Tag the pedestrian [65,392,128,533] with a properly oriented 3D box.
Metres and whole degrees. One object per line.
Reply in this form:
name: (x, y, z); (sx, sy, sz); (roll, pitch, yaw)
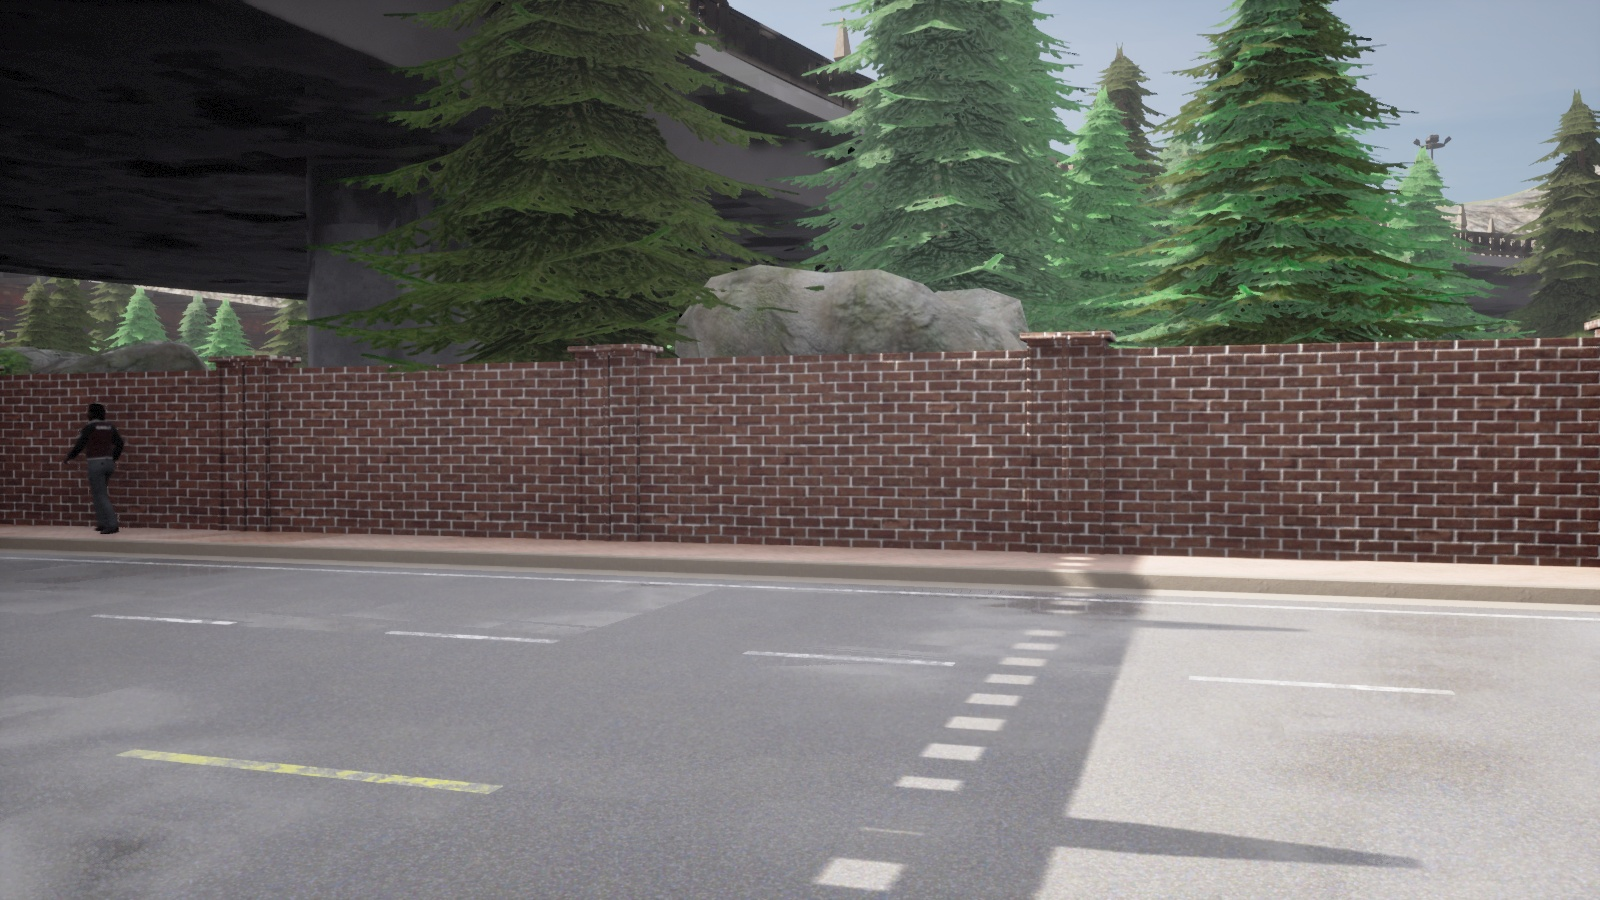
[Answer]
pedestrian: (-9.809, 0.168, 17.520); (0.666, 1.930, 0.402); (0, 1, 16)
